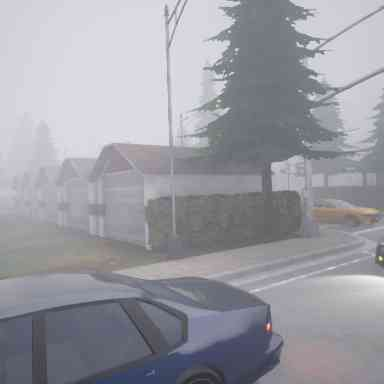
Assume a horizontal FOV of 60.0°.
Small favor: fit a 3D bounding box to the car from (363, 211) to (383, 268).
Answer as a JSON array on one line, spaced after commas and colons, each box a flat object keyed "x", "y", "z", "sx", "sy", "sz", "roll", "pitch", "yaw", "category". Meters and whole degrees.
[{"x": 6.489, "y": 1.216, "z": 8.532, "sx": 4.181, "sy": 1.385, "sz": 1.994, "roll": -1, "pitch": 0, "yaw": -37, "category": "car"}]

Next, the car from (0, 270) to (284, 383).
[{"x": -1.575, "y": 1.536, "z": 2.846, "sx": 5.357, "sy": 1.411, "sz": 2.033, "roll": -2, "pitch": 1, "yaw": -34, "category": "car"}]

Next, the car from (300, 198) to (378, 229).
[{"x": 8.047, "y": 1.134, "z": 19.089, "sx": 1.882, "sy": 1.535, "sz": 5.008, "roll": -3, "pitch": 1, "yaw": -35, "category": "car"}]
